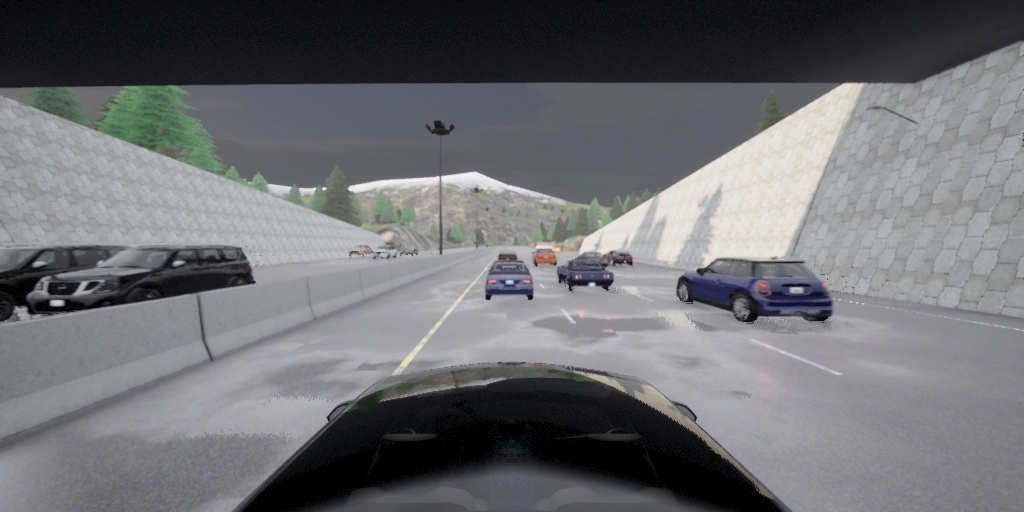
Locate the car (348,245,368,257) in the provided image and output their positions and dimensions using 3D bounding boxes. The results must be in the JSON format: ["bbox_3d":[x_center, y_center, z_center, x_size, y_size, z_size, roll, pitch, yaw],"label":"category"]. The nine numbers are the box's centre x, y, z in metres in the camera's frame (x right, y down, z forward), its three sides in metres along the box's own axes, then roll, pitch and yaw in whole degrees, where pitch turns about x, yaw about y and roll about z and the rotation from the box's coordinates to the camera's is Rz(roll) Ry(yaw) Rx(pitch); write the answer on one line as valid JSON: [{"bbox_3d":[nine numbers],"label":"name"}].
[{"bbox_3d":[-21.779,-0.865,51.722,2.097,1.767,4.553,0,2,-1],"label":"car"}]

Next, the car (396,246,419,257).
[{"bbox_3d":[-14.779,-0.704,51.802,1.812,1.442,4.674,0,2,-1],"label":"car"}]

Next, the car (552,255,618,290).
[{"bbox_3d":[3.340,0.837,17.314,1.895,1.301,4.718,0,2,-1],"label":"car"}]

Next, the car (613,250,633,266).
[{"bbox_3d":[10.084,0.174,34.465,1.837,1.490,4.892,0,2,-1],"label":"car"}]

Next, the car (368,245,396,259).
[{"bbox_3d":[-18.278,-0.550,51.725,2.150,2.045,5.566,0,2,-1],"label":"car"}]

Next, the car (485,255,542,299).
[{"bbox_3d":[-0.122,0.867,14.819,2.033,1.411,5.357,0,2,-1],"label":"car"}]

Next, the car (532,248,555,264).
[{"bbox_3d":[3.078,0.013,34.853,2.097,1.767,4.553,0,2,-1],"label":"car"}]

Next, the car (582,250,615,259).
[{"bbox_3d":[6.648,0.357,30.240,2.033,1.411,5.357,0,2,-1],"label":"car"}]

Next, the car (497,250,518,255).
[{"bbox_3d":[-0.426,0.132,35.123,1.882,1.535,5.008,0,2,-1],"label":"car"}]

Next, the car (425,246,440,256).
[{"bbox_3d":[-11.279,-0.747,51.853,1.812,1.442,4.674,0,2,-1],"label":"car"}]

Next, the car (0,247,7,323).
[{"bbox_3d":[-14.264,0.683,10.806,2.150,2.045,5.566,0,2,-1],"label":"car"}]

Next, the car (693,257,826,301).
[{"bbox_3d":[10.366,0.831,15.707,2.033,1.411,5.357,0,2,-1],"label":"car"}]

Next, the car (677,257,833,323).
[{"bbox_3d":[6.937,0.795,10.900,2.097,1.767,4.553,0,2,-1],"label":"car"}]

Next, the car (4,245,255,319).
[{"bbox_3d":[-10.770,0.667,11.209,2.150,2.045,5.566,0,2,-1],"label":"car"}]
